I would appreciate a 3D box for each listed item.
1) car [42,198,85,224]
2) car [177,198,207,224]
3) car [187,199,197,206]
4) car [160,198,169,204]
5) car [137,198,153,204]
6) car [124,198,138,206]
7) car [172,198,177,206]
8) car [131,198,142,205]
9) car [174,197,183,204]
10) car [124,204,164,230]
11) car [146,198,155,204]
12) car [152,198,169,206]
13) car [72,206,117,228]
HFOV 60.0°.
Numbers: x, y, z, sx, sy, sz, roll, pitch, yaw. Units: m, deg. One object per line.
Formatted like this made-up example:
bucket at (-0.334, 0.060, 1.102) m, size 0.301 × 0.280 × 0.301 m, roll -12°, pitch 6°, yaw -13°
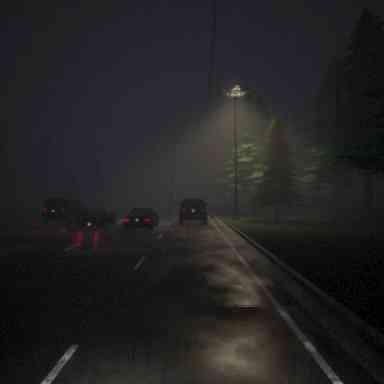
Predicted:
car at (-10.399, 1.536, 27.636) m, size 2.150 × 2.045 × 5.566 m, roll 0°, pitch -1°, yaw 0°
car at (0.103, 1.537, 27.750) m, size 2.150 × 2.045 × 5.566 m, roll 0°, pitch -1°, yaw 0°
car at (0.004, 2.400, 75.056) m, size 1.994 × 1.385 × 4.181 m, roll 0°, pitch -1°, yaw 0°
car at (-6.996, 2.345, 84.739) m, size 1.882 × 1.535 × 5.008 m, roll 0°, pitch -1°, yaw 0°
car at (-10.496, 2.363, 74.738) m, size 1.812 × 1.442 × 4.674 m, roll 0°, pitch -1°, yaw 0°
car at (-13.996, 2.363, 74.738) m, size 1.812 × 1.442 × 4.674 m, roll 0°, pitch -1°, yaw 0°
car at (-3.496, 2.380, 74.287) m, size 2.033 × 1.411 × 5.357 m, roll 0°, pitch -1°, yaw 0°
car at (-13.996, 2.363, 84.323) m, size 1.837 × 1.490 × 4.892 m, roll 0°, pitch -1°, yaw 0°
car at (-3.496, 2.222, 84.711) m, size 2.097 × 1.767 × 4.553 m, roll 0°, pitch -1°, yaw 0°
car at (-3.399, 1.810, 23.086) m, size 2.033 × 1.411 × 5.357 m, roll 0°, pitch -1°, yaw 0°
car at (-10.496, 2.368, 84.739) m, size 1.837 × 1.490 × 4.892 m, roll 0°, pitch -1°, yaw 0°
car at (-6.996, 2.381, 74.288) m, size 2.033 × 1.411 × 5.357 m, roll 0°, pitch -1°, yaw 0°
car at (-6.898, 1.880, 24.546) m, size 1.895 × 1.301 × 4.718 m, roll 0°, pitch -1°, yaw 0°
